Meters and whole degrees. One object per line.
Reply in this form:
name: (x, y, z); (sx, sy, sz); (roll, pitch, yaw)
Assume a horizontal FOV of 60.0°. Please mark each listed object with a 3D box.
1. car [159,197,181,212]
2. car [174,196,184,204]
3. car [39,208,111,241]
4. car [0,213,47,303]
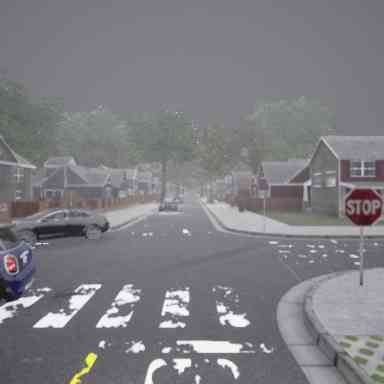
car: (-2.616, 1.540, 37.740); (1.994, 1.385, 4.181); (0, 0, 0)
car: (-2.533, 1.440, 61.077); (2.128, 1.511, 4.902); (0, 0, 0)
car: (-6.120, 1.494, 14.952); (4.902, 1.511, 2.128); (0, 1, -40)
car: (-5.603, 1.320, 6.551); (4.553, 1.767, 2.097); (4, -1, -15)
